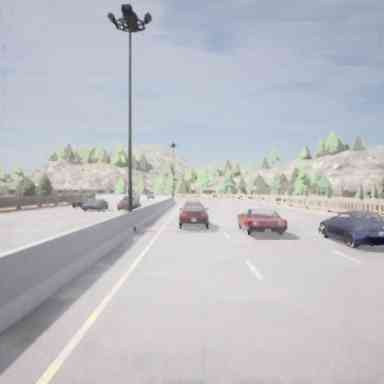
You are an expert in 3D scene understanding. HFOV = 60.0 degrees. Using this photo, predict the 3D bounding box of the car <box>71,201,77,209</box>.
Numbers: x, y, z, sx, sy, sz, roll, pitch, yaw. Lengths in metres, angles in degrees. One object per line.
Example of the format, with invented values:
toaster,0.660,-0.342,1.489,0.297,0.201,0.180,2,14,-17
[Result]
car,-14.081,1.452,43.317,1.895,1.301,4.718,0,0,0

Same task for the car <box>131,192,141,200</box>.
car,-13.271,0.951,79.033,2.097,1.767,4.553,0,0,-12

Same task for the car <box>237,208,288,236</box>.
car,3.602,1.523,17.930,1.895,1.301,4.718,0,0,0

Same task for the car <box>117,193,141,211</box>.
car,-7.084,1.216,37.675,2.097,1.767,4.553,0,0,0

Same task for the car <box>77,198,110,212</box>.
car,-10.588,1.413,36.965,2.033,1.411,5.357,0,0,0

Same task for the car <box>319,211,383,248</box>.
car,7.103,1.501,14.347,1.994,1.385,4.181,0,0,0

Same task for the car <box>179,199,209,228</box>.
car,0.117,1.435,21.414,1.812,1.442,4.674,0,0,0

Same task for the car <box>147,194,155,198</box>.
car,-9.874,1.112,79.872,1.812,1.442,4.674,0,0,-12

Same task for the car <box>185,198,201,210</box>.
car,0.105,1.459,40.401,1.895,1.301,4.718,0,0,0
